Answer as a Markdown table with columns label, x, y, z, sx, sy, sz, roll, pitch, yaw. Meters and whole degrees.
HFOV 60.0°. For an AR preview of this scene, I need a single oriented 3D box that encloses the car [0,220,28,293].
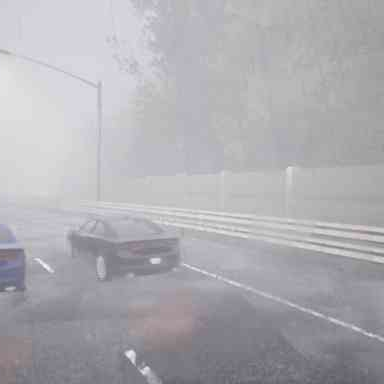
| label | x | y | z | sx | sy | sz | roll | pitch | yaw |
| --- | --- | --- | --- | --- | --- | --- | --- | --- | --- |
| car | -5.260 | 1.371 | 7.989 | 1.882 | 1.535 | 5.008 | 1 | 0 | -34 |

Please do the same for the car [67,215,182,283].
| label | x | y | z | sx | sy | sz | roll | pitch | yaw |
| --- | --- | --- | --- | --- | --- | --- | --- | --- | --- |
| car | -2.207 | 1.402 | 9.701 | 1.882 | 1.535 | 5.008 | 1 | 0 | -34 |
